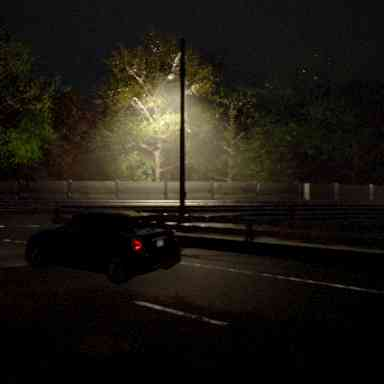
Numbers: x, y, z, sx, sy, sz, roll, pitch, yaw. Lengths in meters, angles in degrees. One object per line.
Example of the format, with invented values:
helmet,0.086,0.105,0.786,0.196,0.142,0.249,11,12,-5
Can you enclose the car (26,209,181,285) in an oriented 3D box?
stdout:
car,-2.634,1.296,9.499,4.553,1.767,2.097,1,1,31

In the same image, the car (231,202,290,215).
car,4.934,1.455,24.022,4.181,1.385,1.994,0,0,-8
